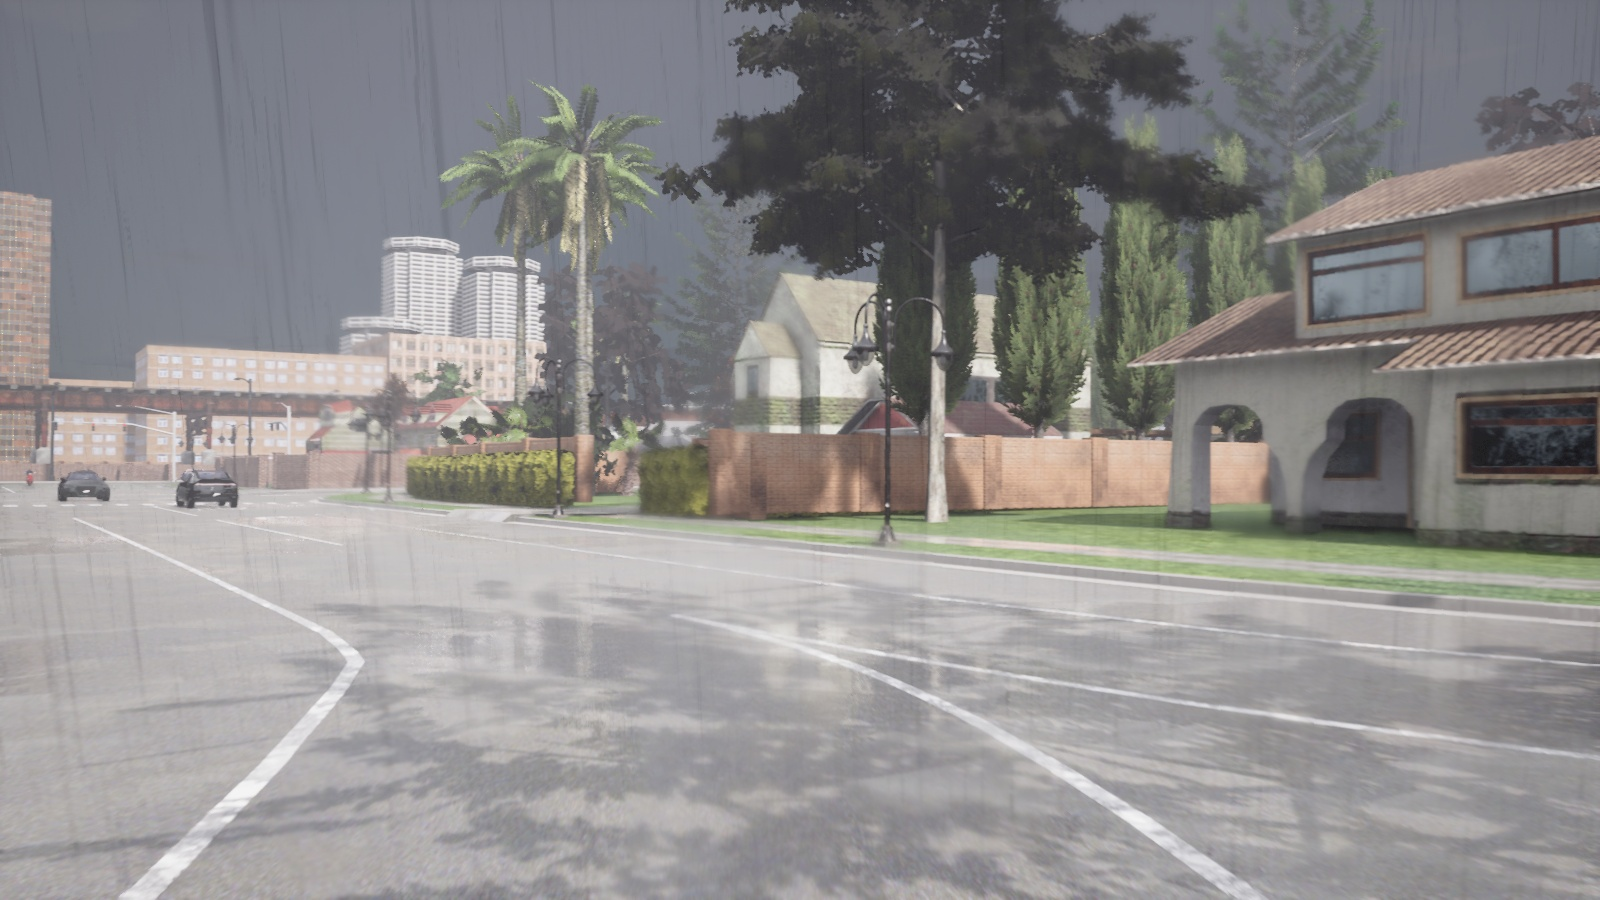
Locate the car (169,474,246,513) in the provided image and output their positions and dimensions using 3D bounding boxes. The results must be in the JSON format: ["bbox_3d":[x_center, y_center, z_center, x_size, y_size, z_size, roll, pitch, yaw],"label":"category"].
[{"bbox_3d":[-24.135,1.730,51.070,2.128,1.511,4.902,0,-1,-33],"label":"car"}]

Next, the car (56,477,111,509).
[{"bbox_3d":[-34.271,2.019,60.014,1.994,1.385,4.181,0,0,-34],"label":"car"}]
